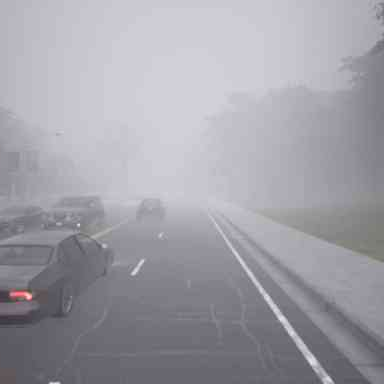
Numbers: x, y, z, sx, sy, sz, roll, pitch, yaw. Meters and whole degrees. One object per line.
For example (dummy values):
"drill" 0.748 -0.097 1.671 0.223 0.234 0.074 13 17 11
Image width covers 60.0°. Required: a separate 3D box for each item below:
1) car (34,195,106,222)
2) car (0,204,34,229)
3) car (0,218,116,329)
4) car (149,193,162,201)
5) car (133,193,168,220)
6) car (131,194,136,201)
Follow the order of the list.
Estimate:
"car" -6.604 1.204 19.257 2.150 2.045 5.566 0 1 0
"car" -9.854 1.462 18.918 1.882 1.535 5.008 0 1 0
"car" -3.154 1.583 7.414 2.033 1.411 5.357 0 0 0
"car" -6.548 0.894 60.481 1.812 1.442 4.674 0 1 1
"car" -3.160 1.234 27.115 2.097 1.767 4.553 0 1 0
"car" -9.792 0.977 60.045 1.895 1.301 4.718 0 1 1
